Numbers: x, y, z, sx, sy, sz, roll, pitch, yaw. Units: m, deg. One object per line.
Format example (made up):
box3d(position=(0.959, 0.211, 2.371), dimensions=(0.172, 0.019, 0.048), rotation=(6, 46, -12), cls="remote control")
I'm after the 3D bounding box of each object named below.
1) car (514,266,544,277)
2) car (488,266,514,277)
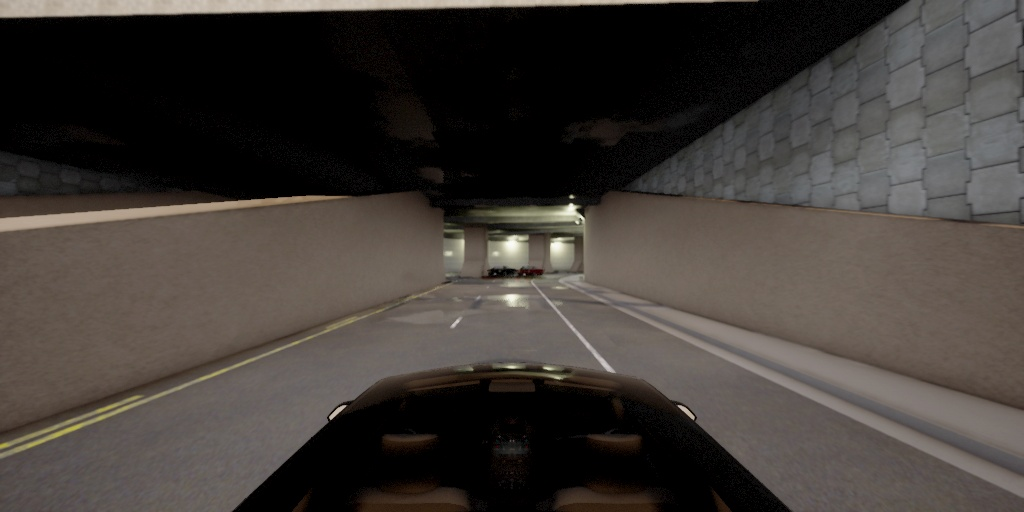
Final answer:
box3d(position=(2.240, 1.798, 42.152), dimensions=(1.895, 1.301, 4.718), rotation=(0, -1, 22), cls="car")
box3d(position=(-1.086, 1.810, 43.254), dimensions=(1.895, 1.301, 4.718), rotation=(0, -1, 22), cls="car")
